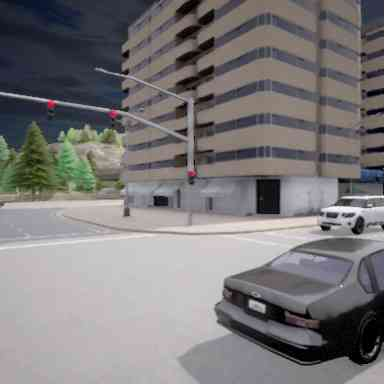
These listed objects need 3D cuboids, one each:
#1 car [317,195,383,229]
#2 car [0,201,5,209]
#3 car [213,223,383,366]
[{"bbox_3d":[9.746,1.233,19.541,5.566,2.045,2.150,0,0,-35],"label":"car"},{"bbox_3d":[-23.992,1.436,39.110,1.895,1.301,4.718,0,0,-5],"label":"car"},{"bbox_3d":[2.893,1.536,5.811,5.357,1.411,2.033,0,0,-35],"label":"car"}]
